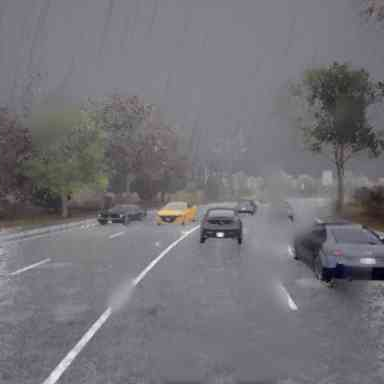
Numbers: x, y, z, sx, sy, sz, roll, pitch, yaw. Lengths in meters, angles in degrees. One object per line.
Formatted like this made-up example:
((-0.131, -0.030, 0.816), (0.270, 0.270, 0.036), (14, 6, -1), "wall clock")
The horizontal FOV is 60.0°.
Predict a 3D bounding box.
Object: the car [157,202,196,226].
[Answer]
((-0.972, 1.433, 23.147), (1.882, 1.535, 5.008), (0, 0, 12), "car")

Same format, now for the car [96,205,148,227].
((-4.655, 1.540, 22.728), (1.895, 1.301, 4.718), (0, 0, 11), "car")

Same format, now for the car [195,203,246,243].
((1.487, 1.484, 15.983), (1.837, 1.490, 4.892), (0, 0, 8), "car")

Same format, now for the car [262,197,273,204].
((13.614, 1.517, 60.794), (1.994, 1.385, 4.181), (0, 0, 29), "car")

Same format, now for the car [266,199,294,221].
((7.305, 1.536, 27.099), (2.033, 1.411, 5.357), (0, 0, 15), "car")

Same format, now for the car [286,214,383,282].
((4.250, 1.565, 9.689), (1.994, 1.385, 4.181), (0, 0, 5), "car")

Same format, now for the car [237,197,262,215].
((5.478, 1.532, 33.189), (1.994, 1.385, 4.181), (0, 0, 17), "car")
